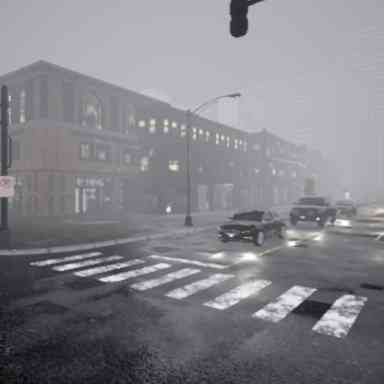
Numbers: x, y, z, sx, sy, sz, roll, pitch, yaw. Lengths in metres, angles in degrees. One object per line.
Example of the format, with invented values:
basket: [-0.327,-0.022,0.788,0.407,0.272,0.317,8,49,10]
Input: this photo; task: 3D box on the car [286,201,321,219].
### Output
car: [10.409,1.632,30.773,1.752,1.417,4.829,0,0,35]

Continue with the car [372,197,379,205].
car: [35.929,1.786,67.078,1.967,1.590,4.097,0,0,35]

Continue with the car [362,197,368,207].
car: [26.395,1.804,53.516,2.008,1.369,4.403,0,0,35]

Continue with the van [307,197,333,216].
van: [13.685,1.476,35.433,1.690,1.788,3.998,0,0,35]

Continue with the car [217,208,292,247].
car: [2.940,1.548,15.675,1.837,1.490,4.892,0,0,34]

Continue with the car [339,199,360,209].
car: [23.218,1.773,48.995,2.008,1.369,4.403,0,0,35]

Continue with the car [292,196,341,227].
car: [8.821,1.310,23.999,2.150,2.045,5.566,0,0,35]

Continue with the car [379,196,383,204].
car: [42.284,1.851,76.120,1.967,1.590,4.097,0,0,35]

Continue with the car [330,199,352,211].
car: [19.942,1.717,44.335,1.752,1.417,4.829,0,0,35]

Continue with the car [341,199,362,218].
car: [14.725,1.629,32.378,2.128,1.511,4.902,0,0,35]

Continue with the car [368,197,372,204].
car: [29.573,1.834,58.037,2.008,1.369,4.403,0,0,35]

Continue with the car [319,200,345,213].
car: [16.862,1.714,39.953,2.008,1.369,4.403,0,0,35]
